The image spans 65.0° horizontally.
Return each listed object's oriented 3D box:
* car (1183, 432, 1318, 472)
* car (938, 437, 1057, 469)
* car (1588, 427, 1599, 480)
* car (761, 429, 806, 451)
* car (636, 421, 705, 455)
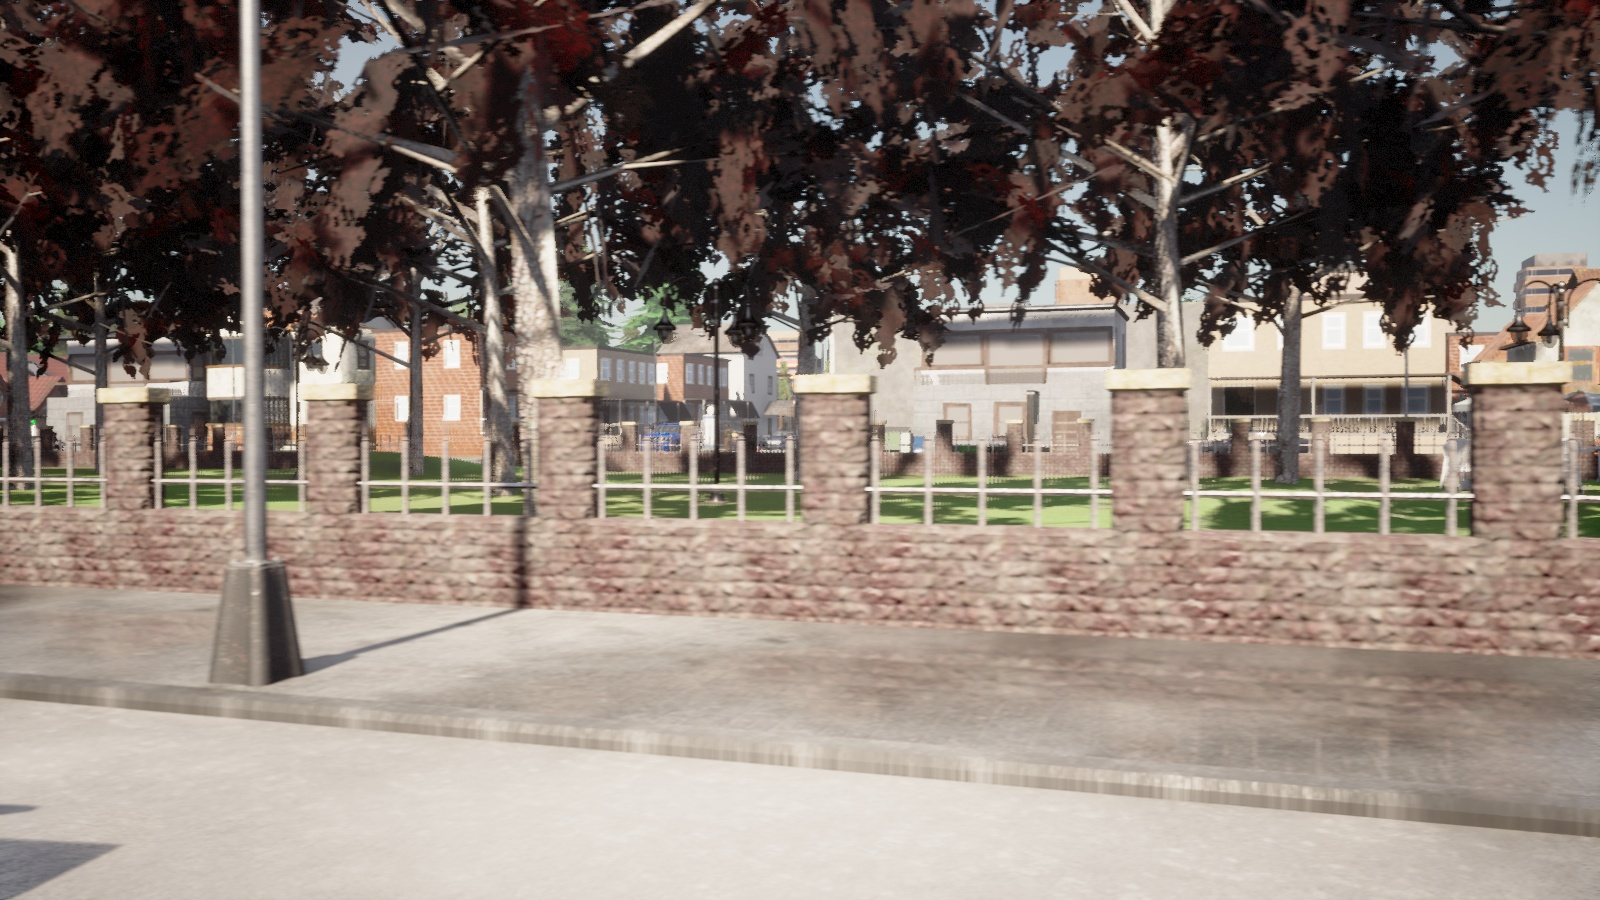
[{"bbox_3d":[17.764,0.053,49.718,4.902,1.511,2.128,1,1,19],"label":"car"},{"bbox_3d":[8.329,0.111,52.908,4.718,1.301,1.895,1,1,19],"label":"car"},{"bbox_3d":[29.056,0.127,41.676,4.553,1.767,2.097,1,1,19],"label":"car"},{"bbox_3d":[-1.260,-0.827,98.615,2.033,1.649,4.856,1,1,19],"label":"car"},{"bbox_3d":[-8.032,-0.744,78.635,2.150,2.045,5.566,1,1,19],"label":"car"}]
